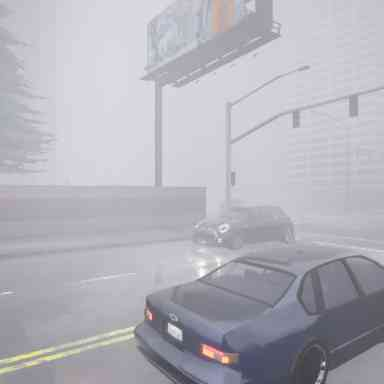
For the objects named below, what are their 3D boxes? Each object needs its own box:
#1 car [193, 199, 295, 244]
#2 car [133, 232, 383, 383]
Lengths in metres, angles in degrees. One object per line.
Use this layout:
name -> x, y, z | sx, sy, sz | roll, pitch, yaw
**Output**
car -> 2.262, 1.352, 14.186 | 4.553, 1.767, 2.097 | 0, 0, -35
car -> 1.832, 1.547, 5.069 | 5.357, 1.411, 2.033 | 0, 0, -37
